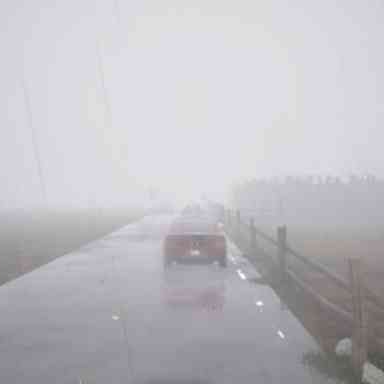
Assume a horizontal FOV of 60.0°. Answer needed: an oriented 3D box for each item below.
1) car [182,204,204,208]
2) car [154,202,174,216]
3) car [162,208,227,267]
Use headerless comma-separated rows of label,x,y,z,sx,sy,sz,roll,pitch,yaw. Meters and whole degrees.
car,0.094,1.745,29.600,1.994,1.385,4.181,0,-1,0
car,-2.842,1.795,34.935,1.994,1.385,4.181,0,-1,0
car,0.095,1.528,11.583,1.882,1.535,5.008,0,0,0
